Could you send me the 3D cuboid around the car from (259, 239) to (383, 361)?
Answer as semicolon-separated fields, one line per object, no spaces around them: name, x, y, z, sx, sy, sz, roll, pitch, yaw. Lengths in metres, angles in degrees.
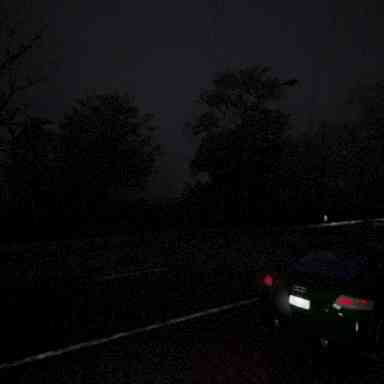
car;3.182;1.572;6.013;4.181;1.385;1.994;0;0;-36
